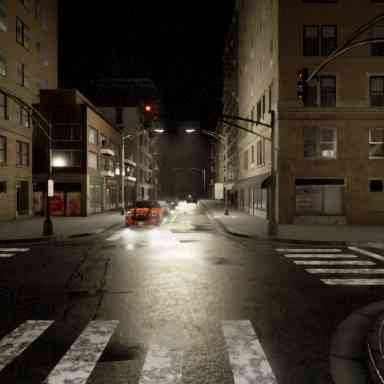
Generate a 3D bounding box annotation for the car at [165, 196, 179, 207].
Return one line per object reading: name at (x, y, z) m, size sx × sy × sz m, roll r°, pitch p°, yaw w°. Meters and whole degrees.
car at (-3.158, 1.445, 52.629) m, size 1.882 × 1.535 × 5.008 m, roll 0°, pitch 0°, yaw 0°

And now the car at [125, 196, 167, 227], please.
car at (-3.140, 1.343, 22.654) m, size 2.097 × 1.767 × 4.553 m, roll 0°, pitch 0°, yaw 0°

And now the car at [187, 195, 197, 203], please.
car at (-0.035, 1.444, 69.671) m, size 2.128 × 1.511 × 4.902 m, roll 0°, pitch 0°, yaw 0°

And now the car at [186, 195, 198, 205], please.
car at (-0.013, 1.453, 59.308) m, size 2.128 × 1.511 × 4.902 m, roll 0°, pitch 0°, yaw 0°

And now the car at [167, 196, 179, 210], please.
car at (-3.171, 1.328, 42.273) m, size 2.097 × 1.767 × 4.553 m, roll 0°, pitch 0°, yaw 0°

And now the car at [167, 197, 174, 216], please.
car at (-3.159, 1.531, 32.488) m, size 2.033 × 1.411 × 5.357 m, roll 0°, pitch 0°, yaw 0°
